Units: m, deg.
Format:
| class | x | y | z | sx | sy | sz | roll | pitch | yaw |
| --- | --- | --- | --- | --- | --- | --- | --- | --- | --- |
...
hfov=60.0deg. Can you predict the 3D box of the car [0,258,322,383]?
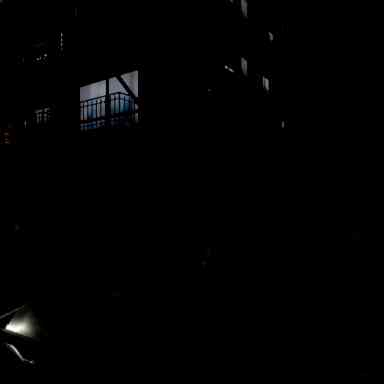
| class | x | y | z | sx | sy | sz | roll | pitch | yaw |
| --- | --- | --- | --- | --- | --- | --- | --- | --- | --- |
| car | -0.884 | 1.566 | 3.503 | 4.313 | 1.339 | 1.947 | 0 | 0 | 35 |
